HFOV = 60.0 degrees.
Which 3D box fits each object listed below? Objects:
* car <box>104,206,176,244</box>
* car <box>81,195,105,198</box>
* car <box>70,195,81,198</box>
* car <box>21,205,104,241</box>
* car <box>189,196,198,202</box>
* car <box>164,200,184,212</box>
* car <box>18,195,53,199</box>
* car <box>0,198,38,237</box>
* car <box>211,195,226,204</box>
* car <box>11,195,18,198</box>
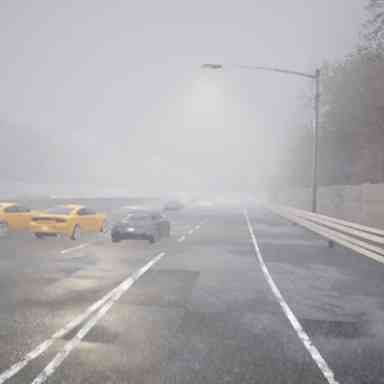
[{"bbox_3d":[-2.295,1.558,15.911,1.994,1.385,4.181,2,0,8],"label":"car"},{"bbox_3d":[-17.307,1.243,59.627,1.882,1.535,5.008,2,0,8],"label":"car"},{"bbox_3d":[-20.753,1.208,60.245,1.812,1.442,4.674,2,0,8],"label":"car"},{"bbox_3d":[-5.775,1.376,16.281,1.882,1.535,5.008,2,0,8],"label":"car"},{"bbox_3d":[0.453,1.832,85.189,1.882,1.535,5.008,2,0,8],"label":"car"},{"bbox_3d":[-2.245,1.662,41.241,1.994,1.385,4.181,2,0,8],"label":"car"},{"bbox_3d":[-19.721,1.121,42.930,1.837,1.490,4.892,2,0,8],"label":"car"},{"bbox_3d":[-9.255,1.281,16.654,1.882,1.535,5.008,2,0,8],"label":"car"},{"bbox_3d":[6.001,1.989,74.473,1.812,1.442,4.674,2,0,8],"label":"car"},{"bbox_3d":[-22.967,1.083,44.772,2.033,1.411,5.357,2,0,9],"label":"car"}]
